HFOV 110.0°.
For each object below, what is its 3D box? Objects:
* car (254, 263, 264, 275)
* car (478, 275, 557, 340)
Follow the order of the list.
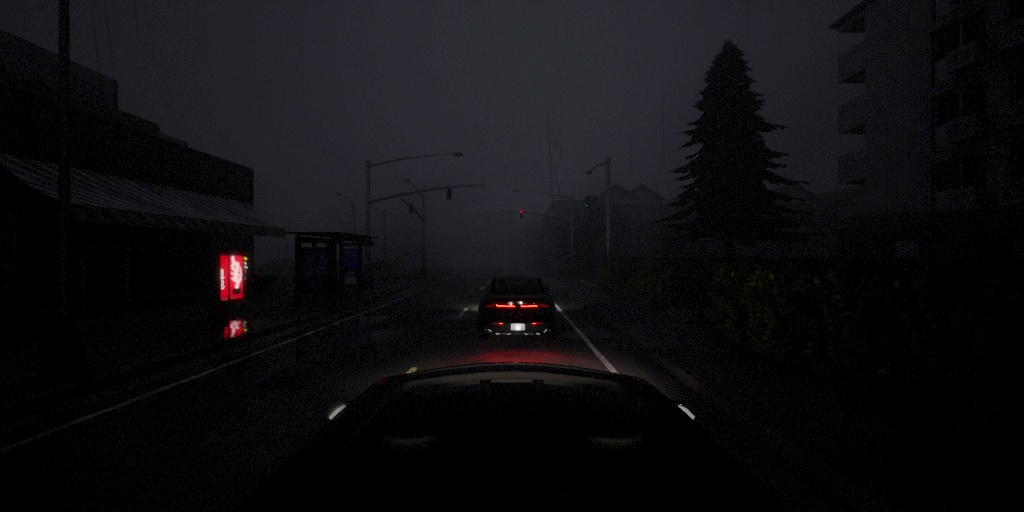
[{"bbox_3d":[-24.760,1.481,30.569,5.357,1.411,2.033,0,0,0],"label":"car"},{"bbox_3d":[0.118,1.257,10.033,1.837,1.490,4.892,0,0,0],"label":"car"}]
